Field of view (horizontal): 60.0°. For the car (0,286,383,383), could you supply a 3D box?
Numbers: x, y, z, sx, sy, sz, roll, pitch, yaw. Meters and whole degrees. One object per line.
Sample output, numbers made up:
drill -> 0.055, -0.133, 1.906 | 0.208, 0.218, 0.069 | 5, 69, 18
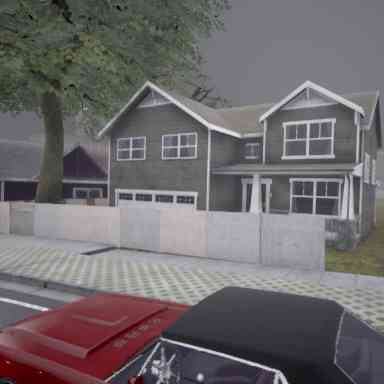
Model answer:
car -> 0.220, 1.601, 2.910 | 4.718, 1.301, 1.895 | 0, 0, 28
